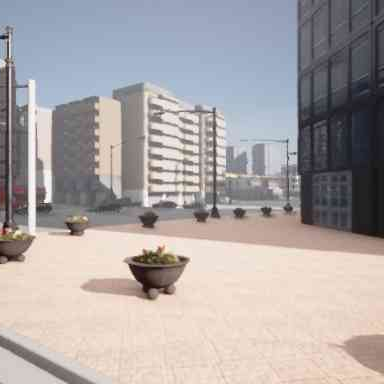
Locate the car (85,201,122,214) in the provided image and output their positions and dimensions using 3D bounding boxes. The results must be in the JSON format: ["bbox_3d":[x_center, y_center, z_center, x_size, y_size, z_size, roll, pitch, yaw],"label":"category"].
[{"bbox_3d":[-10.989,1.911,41.476,2.128,1.511,4.902,0,-1,35],"label":"car"}]

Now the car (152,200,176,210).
[{"bbox_3d":[-4.686,2.147,56.399,1.882,1.535,5.008,0,-1,36],"label":"car"}]

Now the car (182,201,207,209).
[{"bbox_3d":[0.547,2.286,57.680,2.033,1.411,5.357,0,-1,35],"label":"car"}]

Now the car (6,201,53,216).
[{"bbox_3d":[-18.174,1.816,37.357,2.128,1.511,4.902,0,-1,35],"label":"car"}]
